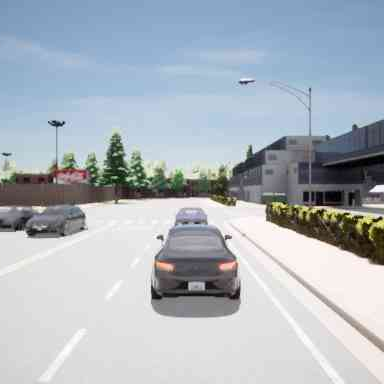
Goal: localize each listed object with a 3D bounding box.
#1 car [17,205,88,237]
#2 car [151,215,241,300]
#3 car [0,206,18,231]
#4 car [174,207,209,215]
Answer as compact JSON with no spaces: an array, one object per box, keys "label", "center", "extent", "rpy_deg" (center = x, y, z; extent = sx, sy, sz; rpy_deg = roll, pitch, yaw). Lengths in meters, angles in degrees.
[{"label":"car","center":[-7.151,1.498,18.040],"extent":[1.837,1.490,4.892],"rpy_deg":[0,0,0]},{"label":"car","center":[0.063,1.522,8.261],"extent":[1.812,1.442,4.674],"rpy_deg":[0,0,-1]},{"label":"car","center":[-10.646,1.556,20.069],"extent":[1.994,1.385,4.181],"rpy_deg":[0,0,0]},{"label":"car","center":[-0.039,1.538,18.239],"extent":[2.033,1.411,5.357],"rpy_deg":[0,0,0]}]
